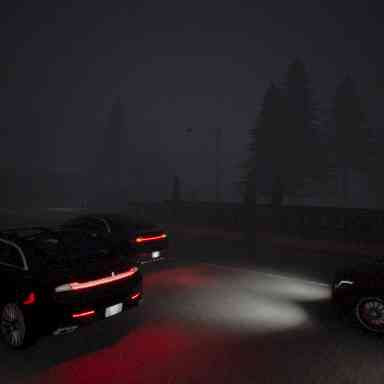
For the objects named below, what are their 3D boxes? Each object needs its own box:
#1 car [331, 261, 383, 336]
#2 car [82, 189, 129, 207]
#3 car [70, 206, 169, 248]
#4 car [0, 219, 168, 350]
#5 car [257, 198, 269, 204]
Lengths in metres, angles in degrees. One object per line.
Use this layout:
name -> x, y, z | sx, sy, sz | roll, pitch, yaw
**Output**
car -> 4.614, 1.525, 4.994 | 4.674, 1.442, 1.812 | 0, 0, 36
car -> -9.590, 0.689, 37.450 | 2.150, 2.045, 5.566 | 1, 1, 38
car -> -2.925, 1.386, 10.348 | 4.892, 1.490, 1.837 | 1, 1, 36
car -> -3.069, 1.413, 6.140 | 4.902, 1.511, 2.128 | 1, 1, 36
car -> 11.225, 0.975, 52.968 | 2.097, 1.767, 4.553 | 1, 1, 37
